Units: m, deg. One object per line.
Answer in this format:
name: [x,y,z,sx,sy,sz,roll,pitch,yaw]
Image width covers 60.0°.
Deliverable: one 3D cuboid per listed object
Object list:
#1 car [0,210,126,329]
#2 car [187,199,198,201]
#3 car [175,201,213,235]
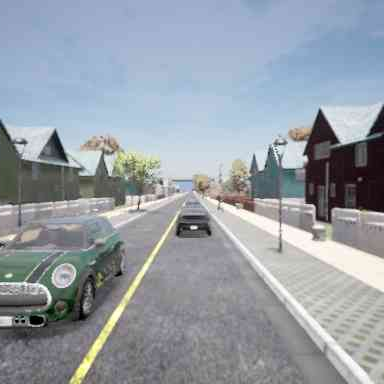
car: [-2.853,1.347,7.242,2.097,1.767,4.553,0,0,0]
car: [0.080,1.535,42.406,2.033,1.411,5.357,0,0,0]
car: [0.091,1.497,18.736,1.837,1.490,4.892,0,0,0]
